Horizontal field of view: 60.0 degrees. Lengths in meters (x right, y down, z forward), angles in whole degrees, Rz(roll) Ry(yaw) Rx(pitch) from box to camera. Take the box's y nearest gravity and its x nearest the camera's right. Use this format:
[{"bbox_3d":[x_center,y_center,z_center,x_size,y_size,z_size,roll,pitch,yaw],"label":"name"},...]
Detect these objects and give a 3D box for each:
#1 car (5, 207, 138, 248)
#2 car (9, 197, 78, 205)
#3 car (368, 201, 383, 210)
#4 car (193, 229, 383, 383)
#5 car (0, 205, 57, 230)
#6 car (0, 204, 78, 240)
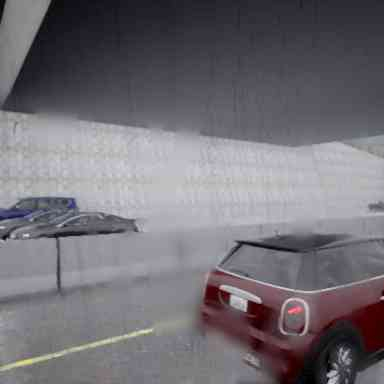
[{"bbox_3d":[-4.586,1.549,13.542,4.902,1.511,2.128,0,0,-35],"label":"car"},{"bbox_3d":[-9.154,1.291,18.891,5.566,2.045,2.150,0,0,-35],"label":"car"},{"bbox_3d":[27.855,1.974,48.821,4.718,1.301,1.895,0,0,-35],"label":"car"},{"bbox_3d":[2.315,1.392,5.309,4.553,1.767,2.097,0,0,-35],"label":"car"},{"bbox_3d":[-11.433,1.601,21.569,4.674,1.442,1.812,0,0,-35],"label":"car"},{"bbox_3d":[-6.921,1.554,16.182,4.902,1.511,2.128,0,0,-35],"label":"car"}]
